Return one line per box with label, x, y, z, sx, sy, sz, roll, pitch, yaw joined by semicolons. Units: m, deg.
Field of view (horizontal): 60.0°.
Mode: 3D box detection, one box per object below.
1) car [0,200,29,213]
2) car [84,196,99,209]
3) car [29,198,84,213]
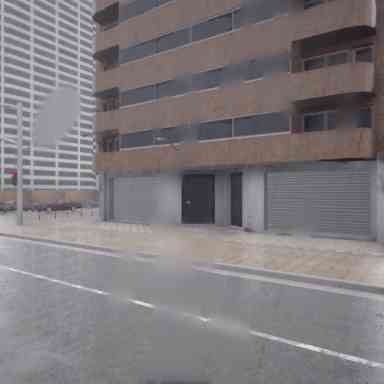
car;-19.538;1.547;37.414;2.033;1.411;5.357;0;0;35
car;-13.844;1.564;45.615;1.994;1.385;4.181;0;0;35
car;-15.167;1.477;37.575;1.882;1.535;5.008;0;0;35
